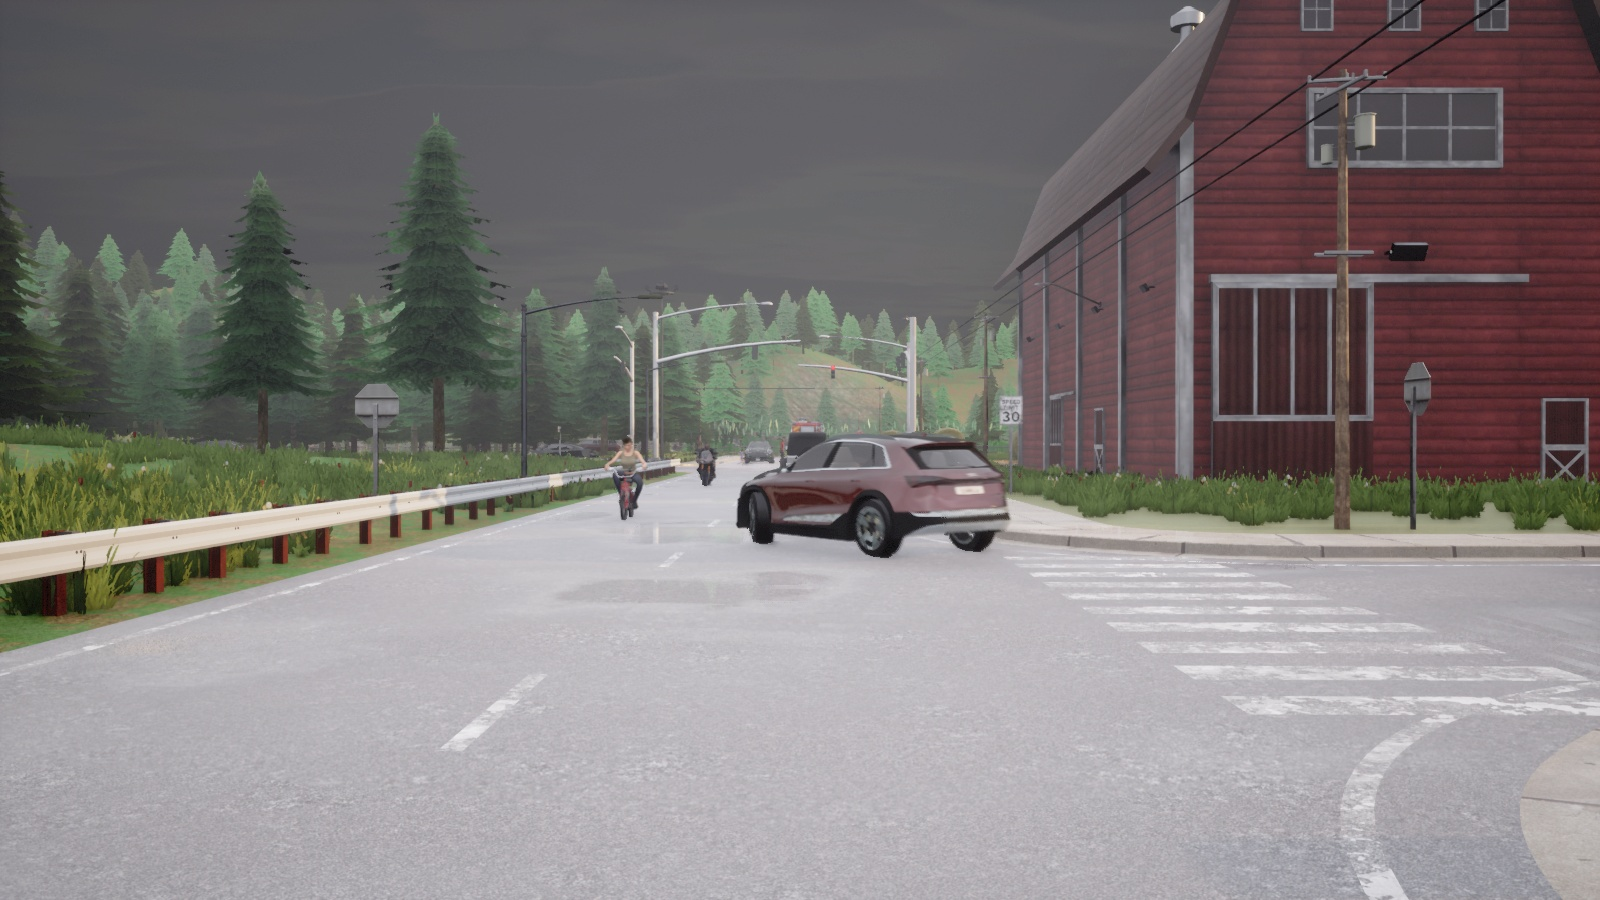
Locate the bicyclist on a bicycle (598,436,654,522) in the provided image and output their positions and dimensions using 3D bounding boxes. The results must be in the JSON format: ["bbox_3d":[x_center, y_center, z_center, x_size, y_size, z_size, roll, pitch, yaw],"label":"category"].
[{"bbox_3d":[-3.351,0.543,24.250,0.866,1.612,1.509,0,0,0],"label":"bicyclist on a bicycle"}]

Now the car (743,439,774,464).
[{"bbox_3d":[-2.960,0.090,90.773,2.097,1.767,4.553,0,0,0],"label":"car"}]

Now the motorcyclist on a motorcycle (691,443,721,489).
[{"bbox_3d":[-3.233,0.533,43.575,0.866,1.530,2.191,0,0,0],"label":"motorcyclist on a motorcycle"}]

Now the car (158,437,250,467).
[{"bbox_3d":[-35.993,0.120,75.870,4.553,1.767,2.097,0,0,0],"label":"car"}]

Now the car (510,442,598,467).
[{"bbox_3d":[-14.872,0.256,76.086,5.008,1.535,1.882,0,0,-1],"label":"car"}]

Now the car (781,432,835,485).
[{"bbox_3d":[0.282,0.282,46.125,1.905,1.878,3.866,0,0,0],"label":"car"}]

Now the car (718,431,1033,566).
[{"bbox_3d":[0.903,0.575,18.071,2.033,1.649,4.856,-1,1,-33],"label":"car"}]
